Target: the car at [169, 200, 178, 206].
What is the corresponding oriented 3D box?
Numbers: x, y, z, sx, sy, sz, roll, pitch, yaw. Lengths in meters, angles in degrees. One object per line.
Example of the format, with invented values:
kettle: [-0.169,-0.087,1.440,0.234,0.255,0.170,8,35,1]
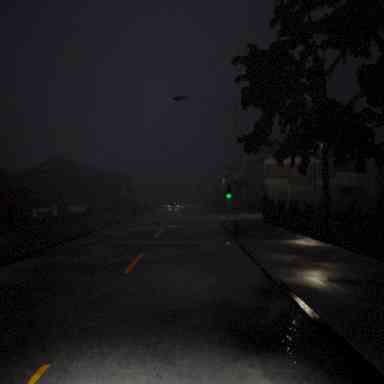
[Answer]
car: [-4.014,2.531,73.138,1.837,1.490,4.892,0,-1,0]
